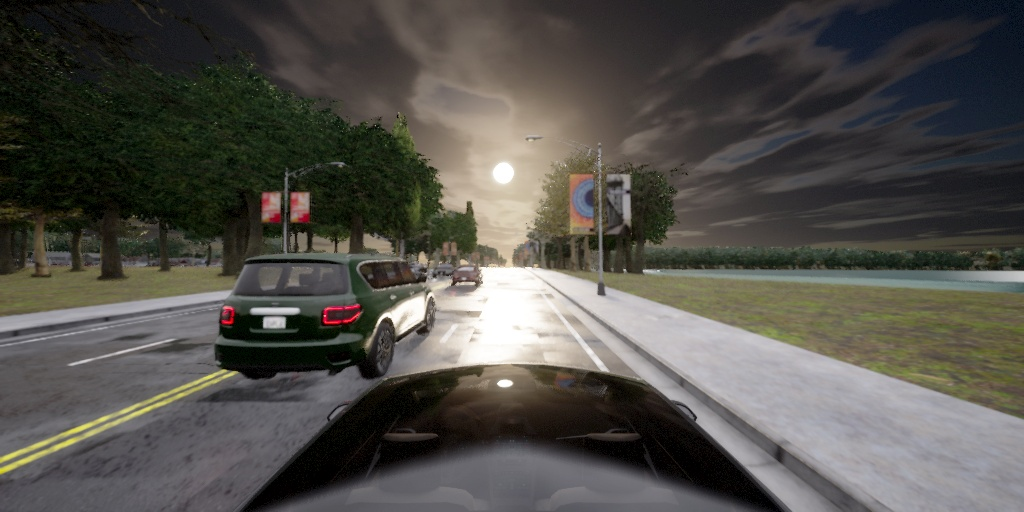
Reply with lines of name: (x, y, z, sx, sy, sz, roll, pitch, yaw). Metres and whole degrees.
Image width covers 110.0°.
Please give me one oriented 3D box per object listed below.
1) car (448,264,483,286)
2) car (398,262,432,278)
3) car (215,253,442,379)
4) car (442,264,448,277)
car: (-3.154, 1.347, 25.839, 1.812, 1.442, 4.674, 0, 0, 0)
car: (-9.759, 1.405, 36.422, 2.128, 1.511, 4.902, 0, -1, 0)
car: (-3.150, 0.977, 7.438, 2.150, 2.045, 5.566, 0, 0, 0)
car: (-6.522, 1.461, 35.201, 1.994, 1.385, 4.181, 0, -1, 0)
